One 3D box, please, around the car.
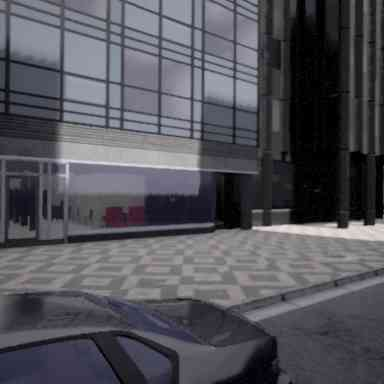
[{"bbox_3d":[-1.633,1.547,2.209,5.357,1.411,2.033,1,0,-36],"label":"car"}]
